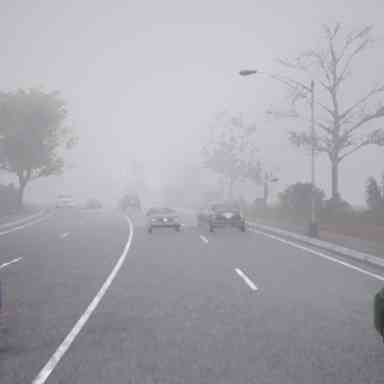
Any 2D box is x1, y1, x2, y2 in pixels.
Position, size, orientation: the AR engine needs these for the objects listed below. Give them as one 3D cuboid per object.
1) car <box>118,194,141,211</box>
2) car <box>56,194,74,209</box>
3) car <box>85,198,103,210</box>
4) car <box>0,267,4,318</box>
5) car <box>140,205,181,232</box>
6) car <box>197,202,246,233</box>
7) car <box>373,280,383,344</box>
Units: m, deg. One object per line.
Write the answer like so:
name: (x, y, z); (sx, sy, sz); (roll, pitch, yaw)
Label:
car: (-7.878, 1.266, 41.572); (2.150, 2.045, 5.566); (0, 0, -21)
car: (-18.093, 1.281, 47.264); (2.150, 2.045, 5.566); (0, 0, -25)
car: (-13.334, 1.560, 45.144); (1.837, 1.490, 4.892); (0, -1, -23)
car: (-3.772, 1.492, 3.080); (1.882, 1.535, 5.008); (0, 0, -2)
car: (-1.881, 1.564, 20.323); (2.033, 1.411, 5.357); (0, 0, -10)
car: (1.631, 1.360, 20.101); (2.097, 1.767, 4.553); (0, 0, -9)
car: (3.484, 1.210, 1.981); (2.150, 2.045, 5.566); (0, 0, -1)
